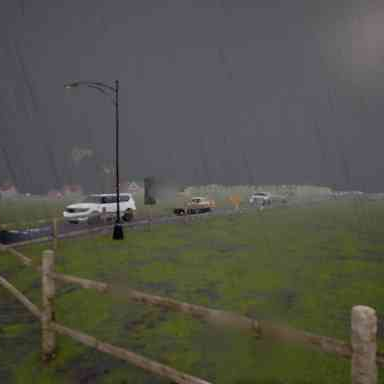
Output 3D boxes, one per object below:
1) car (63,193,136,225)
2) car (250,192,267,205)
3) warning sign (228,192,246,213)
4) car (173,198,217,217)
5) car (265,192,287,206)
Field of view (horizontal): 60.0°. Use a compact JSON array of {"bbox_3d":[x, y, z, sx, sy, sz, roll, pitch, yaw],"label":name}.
[{"bbox_3d":[-6.361,1.144,23.680,2.150,2.045,5.566,0,0,31],"label":"car"},{"bbox_3d":[11.014,0.998,52.676,2.150,2.045,5.566,0,0,31],"label":"car"},{"bbox_3d":[4.204,0.952,31.077,1.300,1.860,1.060,-1,0,31],"label":"warning sign"},{"bbox_3d":[0.388,1.467,29.301,1.895,1.301,4.718,0,0,31],"label":"car"},{"bbox_3d":[13.214,1.235,50.850,1.882,1.535,5.008,0,0,31],"label":"car"}]
